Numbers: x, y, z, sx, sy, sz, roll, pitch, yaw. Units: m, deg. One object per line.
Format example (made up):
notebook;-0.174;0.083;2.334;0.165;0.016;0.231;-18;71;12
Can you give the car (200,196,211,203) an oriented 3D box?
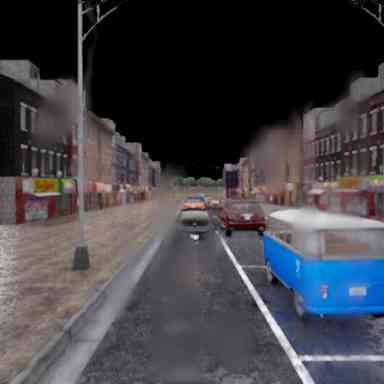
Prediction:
car;2.694;1.546;67.980;1.947;1.339;4.313;-1;0;0

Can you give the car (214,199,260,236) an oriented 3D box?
car;2.635;1.309;18.188;2.192;1.841;5.009;-1;0;0

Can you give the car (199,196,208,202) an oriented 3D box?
car;2.706;1.561;79.045;1.802;1.307;4.206;-1;0;0

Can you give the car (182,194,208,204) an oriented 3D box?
car;0.134;1.340;32.180;2.097;1.767;4.553;0;0;0

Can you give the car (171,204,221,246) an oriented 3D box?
car;0.115;1.499;15.338;1.837;1.490;4.892;0;0;0

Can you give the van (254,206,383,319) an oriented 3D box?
van;2.623;1.339;7.123;1.690;1.788;3.998;-1;0;0

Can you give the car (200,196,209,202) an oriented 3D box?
car;2.700;1.545;73.513;1.947;1.339;4.313;-1;0;0

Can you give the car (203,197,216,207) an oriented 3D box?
car;2.675;1.508;51.553;1.752;1.417;4.829;-1;0;0

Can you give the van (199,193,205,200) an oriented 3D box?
van;2.713;1.319;90.110;1.690;1.788;3.998;-1;0;0

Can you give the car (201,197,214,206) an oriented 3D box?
car;2.682;1.532;56.915;2.008;1.369;4.403;-1;0;0

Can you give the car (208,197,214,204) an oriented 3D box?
car;2.664;1.568;40.318;1.802;1.307;4.206;-1;0;0
